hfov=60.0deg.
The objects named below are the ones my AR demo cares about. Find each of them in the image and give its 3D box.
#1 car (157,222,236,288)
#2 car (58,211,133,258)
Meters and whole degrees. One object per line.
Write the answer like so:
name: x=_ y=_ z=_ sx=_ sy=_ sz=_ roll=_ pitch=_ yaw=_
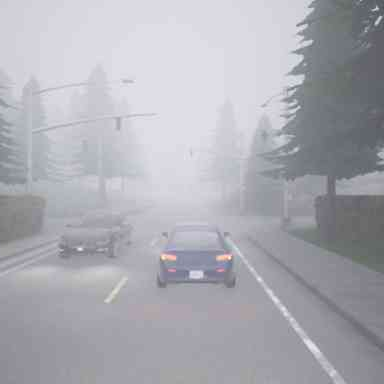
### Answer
car: x=0.104 y=1.546 z=9.186 sx=1.812 sy=1.442 sz=4.674 roll=0 pitch=0 yaw=0
car: x=-3.503 y=1.532 z=12.881 sx=1.837 sy=1.490 sz=4.892 roll=0 pitch=0 yaw=0
